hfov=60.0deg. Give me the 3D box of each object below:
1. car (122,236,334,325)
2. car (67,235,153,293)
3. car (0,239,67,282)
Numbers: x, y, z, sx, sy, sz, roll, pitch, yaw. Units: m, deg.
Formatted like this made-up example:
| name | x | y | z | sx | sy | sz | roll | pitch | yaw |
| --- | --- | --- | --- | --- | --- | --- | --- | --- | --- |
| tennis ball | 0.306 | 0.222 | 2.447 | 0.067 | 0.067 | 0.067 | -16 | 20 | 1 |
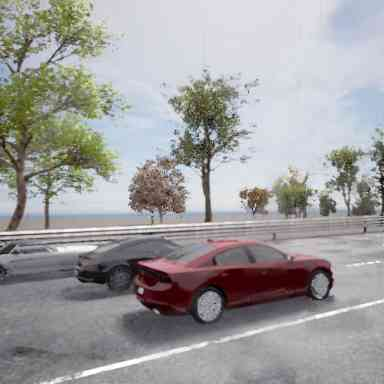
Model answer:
| name | x | y | z | sx | sy | sz | roll | pitch | yaw |
| --- | --- | --- | --- | --- | --- | --- | --- | --- | --- |
| car | 1.143 | 1.841 | 7.857 | 5.008 | 1.535 | 1.882 | 0 | -4 | -28 |
| car | -1.270 | 2.106 | 10.522 | 4.674 | 1.442 | 1.812 | 0 | -4 | -28 |
| car | -5.582 | 2.383 | 12.155 | 4.718 | 1.301 | 1.895 | 0 | -4 | -29 |
